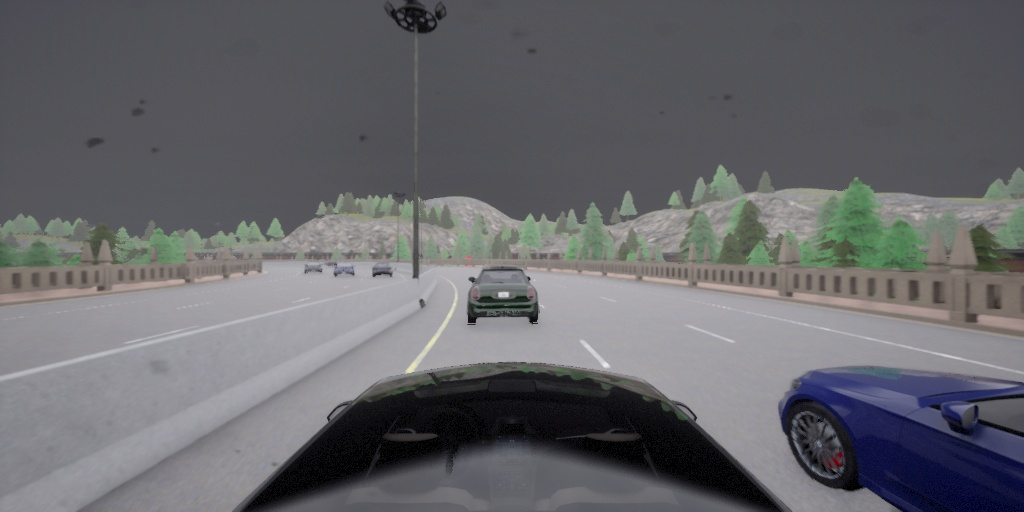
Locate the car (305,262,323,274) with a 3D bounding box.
[{"bbox_3d":[-24.168,1.422,43.754,1.812,1.442,4.674,0,0,-28],"label":"car"}]

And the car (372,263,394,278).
[{"bbox_3d":[-12.756,1.374,35.392,2.033,1.411,5.357,0,0,-20],"label":"car"}]

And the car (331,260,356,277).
[{"bbox_3d":[-16.987,1.367,36.508,1.812,1.442,4.674,0,0,-22],"label":"car"}]

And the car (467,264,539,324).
[{"bbox_3d":[-0.405,1.110,12.182,2.097,1.767,4.553,0,0,-5],"label":"car"}]

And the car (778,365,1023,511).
[{"bbox_3d":[3.585,1.276,1.615,1.812,1.442,4.674,0,0,-1],"label":"car"}]
